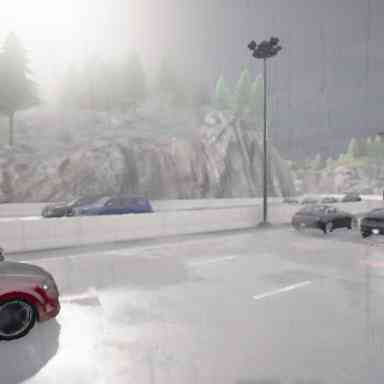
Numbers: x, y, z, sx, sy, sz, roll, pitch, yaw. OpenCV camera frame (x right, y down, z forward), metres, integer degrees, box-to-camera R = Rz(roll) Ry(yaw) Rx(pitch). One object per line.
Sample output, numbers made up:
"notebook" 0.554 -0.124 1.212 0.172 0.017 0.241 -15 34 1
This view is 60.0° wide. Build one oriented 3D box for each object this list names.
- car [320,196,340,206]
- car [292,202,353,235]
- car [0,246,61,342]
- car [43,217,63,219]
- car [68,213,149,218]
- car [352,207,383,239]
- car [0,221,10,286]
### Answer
"car" 23.914 1.544 57.374 2.128 1.511 4.902 0 0 36
"car" 7.657 1.507 19.019 4.902 1.511 2.128 0 0 -41
"car" -4.291 1.580 5.100 4.181 1.385 1.994 0 0 -36
"car" -7.880 1.271 24.505 5.566 2.045 2.150 0 0 -39
"car" -5.201 1.263 22.167 5.566 2.045 2.150 0 0 -39
"car" 10.053 1.512 16.461 4.892 1.490 1.837 0 0 -41
"car" -6.881 1.550 7.530 4.674 1.442 1.812 0 0 -35
